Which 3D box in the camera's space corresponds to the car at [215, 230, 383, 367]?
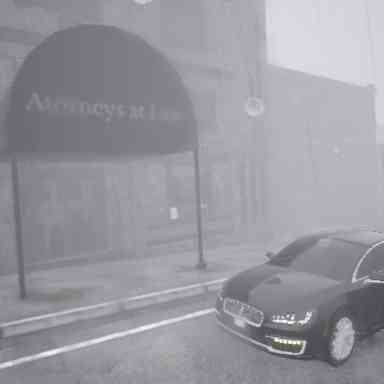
[{"bbox_3d":[2.617,1.485,5.838,4.892,1.490,1.837,0,0,-35],"label":"car"}]
